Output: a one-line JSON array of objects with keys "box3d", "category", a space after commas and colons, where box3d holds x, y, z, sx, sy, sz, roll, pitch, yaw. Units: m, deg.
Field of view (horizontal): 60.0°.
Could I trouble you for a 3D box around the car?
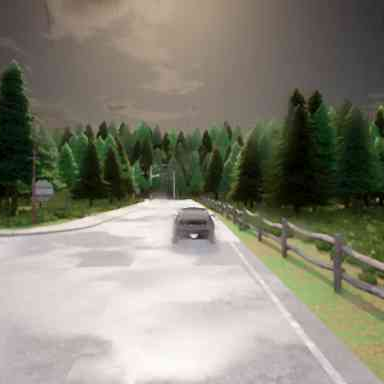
[{"box3d": [0.071, 1.493, 15.922, 1.837, 1.490, 4.892, 0, 1, 0], "category": "car"}]
